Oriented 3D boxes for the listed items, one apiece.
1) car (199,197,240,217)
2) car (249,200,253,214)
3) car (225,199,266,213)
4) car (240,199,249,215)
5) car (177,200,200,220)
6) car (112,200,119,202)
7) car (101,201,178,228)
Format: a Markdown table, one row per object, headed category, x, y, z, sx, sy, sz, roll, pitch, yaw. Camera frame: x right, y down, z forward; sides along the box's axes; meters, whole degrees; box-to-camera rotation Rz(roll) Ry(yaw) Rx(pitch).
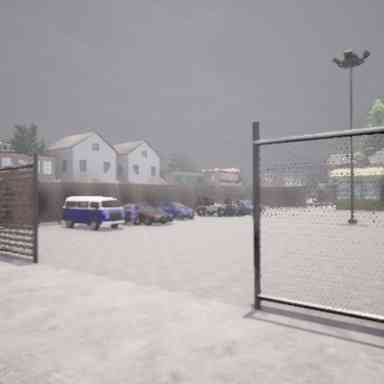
| category | x | y | z | sx | sy | sz | roll | pitch | yaw |
| --- | --- | --- | --- | --- | --- | --- | --- | --- | --- |
| car | 2.191 | 1.398 | 31.977 | 3.866 | 1.878 | 1.905 | -1 | 0 | 35 |
| car | 4.891 | 1.501 | 35.322 | 4.611 | 1.667 | 2.242 | -1 | 0 | 35 |
| car | 6.133 | 1.576 | 38.331 | 4.193 | 1.474 | 1.816 | -1 | 0 | 35 |
| car | 4.152 | 1.599 | 33.233 | 2.207 | 1.379 | 1.481 | -1 | 0 | 35 |
| car | -1.535 | 1.577 | 28.349 | 3.633 | 1.501 | 1.845 | -1 | 0 | 35 |
| car | -3.656 | 1.561 | 24.393 | 1.789 | 1.547 | 3.705 | -1 | 0 | 35 |
| car | -3.917 | 1.634 | 24.301 | 5.357 | 1.415 | 2.033 | -1 | 0 | 35 |
